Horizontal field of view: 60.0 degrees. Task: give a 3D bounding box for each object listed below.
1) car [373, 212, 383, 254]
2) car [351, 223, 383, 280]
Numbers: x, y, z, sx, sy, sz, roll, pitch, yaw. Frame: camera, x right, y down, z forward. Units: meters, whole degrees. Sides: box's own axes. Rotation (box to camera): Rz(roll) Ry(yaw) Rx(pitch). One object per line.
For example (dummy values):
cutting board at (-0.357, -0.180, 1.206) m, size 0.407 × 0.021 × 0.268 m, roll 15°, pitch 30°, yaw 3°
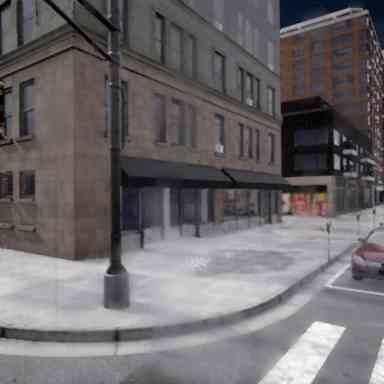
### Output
car at (8.904, 1.616, 13.822) m, size 1.887 × 1.381 × 4.507 m, roll -1°, pitch -1°, yaw 35°
car at (5.730, 1.640, 9.361) m, size 1.802 × 1.307 × 4.206 m, roll -1°, pitch -1°, yaw 38°
